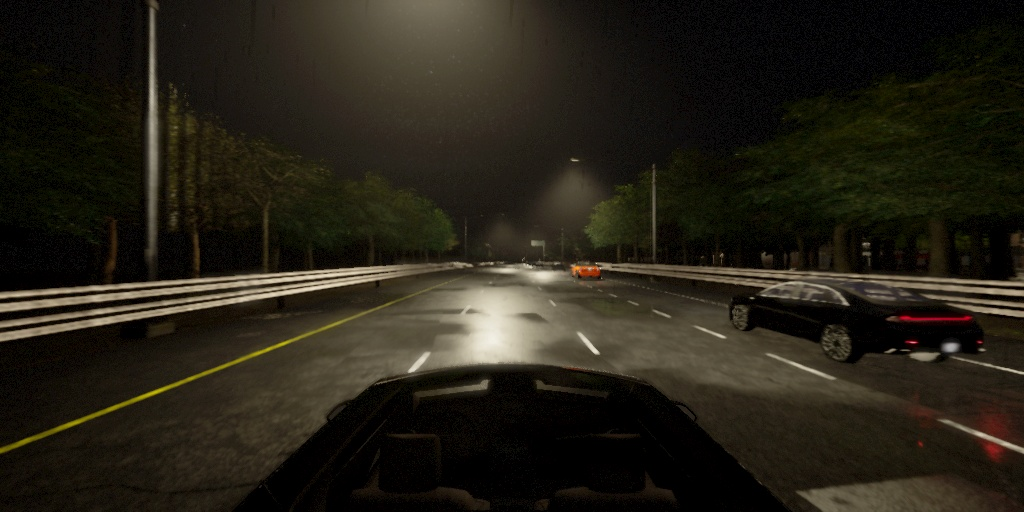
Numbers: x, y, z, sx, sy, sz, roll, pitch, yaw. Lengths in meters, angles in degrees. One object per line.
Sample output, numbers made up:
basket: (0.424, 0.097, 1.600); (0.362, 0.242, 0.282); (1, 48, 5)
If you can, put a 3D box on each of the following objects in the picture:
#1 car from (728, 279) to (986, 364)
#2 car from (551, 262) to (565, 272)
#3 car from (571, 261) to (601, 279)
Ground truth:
car: (7.006, 1.260, 8.150); (2.128, 1.511, 4.902); (0, 0, 0)
car: (7.177, 1.695, 56.423); (2.128, 1.511, 4.902); (0, -1, 0)
car: (7.068, 1.282, 34.731); (2.097, 1.767, 4.553); (0, -1, 0)
